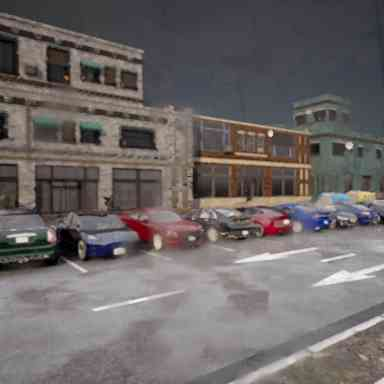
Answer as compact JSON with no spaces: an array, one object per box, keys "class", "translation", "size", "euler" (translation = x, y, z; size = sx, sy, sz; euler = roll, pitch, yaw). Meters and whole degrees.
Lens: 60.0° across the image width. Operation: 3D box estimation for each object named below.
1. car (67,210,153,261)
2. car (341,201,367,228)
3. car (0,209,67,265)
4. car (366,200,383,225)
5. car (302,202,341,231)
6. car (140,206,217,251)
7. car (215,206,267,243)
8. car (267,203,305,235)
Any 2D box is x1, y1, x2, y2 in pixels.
[{"class":"car","translation":[-3.692,1.487,12.578],"size":[2.163,1.488,4.792],"euler":[0,0,-35]},{"class":"car","translation":[7.718,1.397,20.725],"size":[2.231,1.521,4.892],"euler":[0,0,-35]},{"class":"car","translation":[-5.953,1.347,10.974],"size":[2.185,1.767,4.553],"euler":[0,0,-36]},{"class":"car","translation":[9.887,1.427,22.254],"size":[2.002,1.452,4.674],"euler":[0,0,-35]},{"class":"car","translation":[5.459,1.406,19.106],"size":[2.097,1.535,5.008],"euler":[0,0,-35]},{"class":"car","translation":[-1.447,1.443,14.215],"size":[2.097,1.535,5.008],"euler":[0,0,-35]},{"class":"car","translation":[0.826,1.431,15.815],"size":[2.231,1.521,4.892],"euler":[0,0,-35]},{"class":"car","translation":[3.071,1.447,17.453],"size":[2.163,1.488,4.792],"euler":[0,0,-35]}]
